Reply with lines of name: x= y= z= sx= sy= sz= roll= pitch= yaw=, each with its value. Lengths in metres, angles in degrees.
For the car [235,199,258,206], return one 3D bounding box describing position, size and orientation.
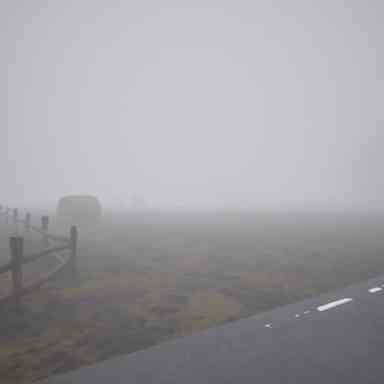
car: x=10.779 y=2.086 z=65.986 sx=1.895 sy=1.301 sz=4.718 roll=-2 pitch=0 yaw=-35
